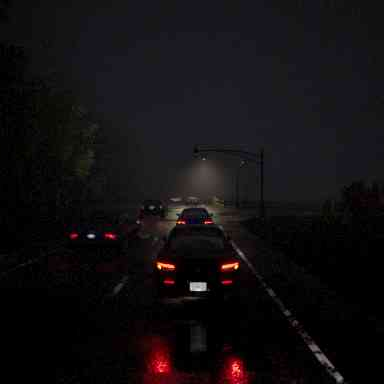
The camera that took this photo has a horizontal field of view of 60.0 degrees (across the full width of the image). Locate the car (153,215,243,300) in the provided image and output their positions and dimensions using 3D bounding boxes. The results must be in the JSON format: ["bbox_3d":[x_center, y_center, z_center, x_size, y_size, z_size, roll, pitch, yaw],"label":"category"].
[{"bbox_3d":[0.119,1.528,8.251,1.812,1.442,4.674,0,0,0],"label":"car"}]

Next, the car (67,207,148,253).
[{"bbox_3d":[-3.368,1.551,13.768,2.033,1.411,5.357,0,0,1],"label":"car"}]

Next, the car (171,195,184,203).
[{"bbox_3d":[-3.235,1.604,68.677,1.895,1.301,4.718,0,0,0],"label":"car"}]

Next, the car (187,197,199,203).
[{"bbox_3d":[0.157,1.552,59.349,2.033,1.411,5.357,0,0,2],"label":"car"}]

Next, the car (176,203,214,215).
[{"bbox_3d":[0.140,1.530,17.125,1.812,1.442,4.674,0,0,0],"label":"car"}]

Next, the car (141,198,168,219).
[{"bbox_3d":[-3.327,1.357,29.701,2.097,1.767,4.553,0,0,0],"label":"car"}]
